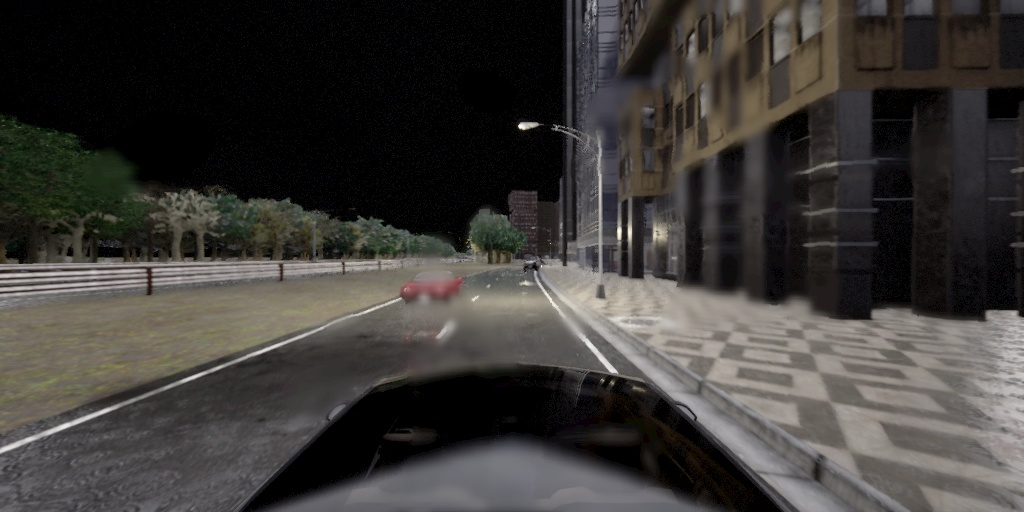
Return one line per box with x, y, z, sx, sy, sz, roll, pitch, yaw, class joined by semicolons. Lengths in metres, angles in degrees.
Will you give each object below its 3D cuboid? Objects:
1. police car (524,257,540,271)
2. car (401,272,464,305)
2.696;1.285;51.396;1.930;1.638;5.238;0;0;5;police car
-3.351;1.362;16.067;1.895;1.301;4.718;0;0;1;car
